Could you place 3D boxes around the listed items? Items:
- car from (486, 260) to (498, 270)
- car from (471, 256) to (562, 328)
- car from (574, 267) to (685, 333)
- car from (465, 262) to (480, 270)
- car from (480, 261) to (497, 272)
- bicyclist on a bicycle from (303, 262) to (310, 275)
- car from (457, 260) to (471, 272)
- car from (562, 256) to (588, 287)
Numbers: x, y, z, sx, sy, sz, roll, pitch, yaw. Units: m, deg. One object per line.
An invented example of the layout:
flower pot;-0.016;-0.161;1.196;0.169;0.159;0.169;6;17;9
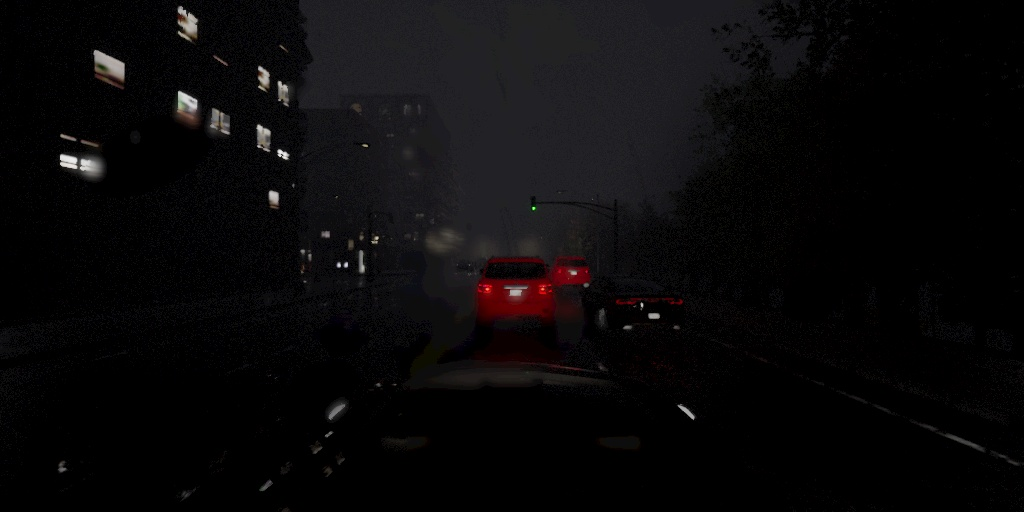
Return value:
car;-3.350;1.529;61.096;1.837;1.490;4.892;0;0;0
car;0.097;1.017;11.739;2.150;2.045;5.566;0;0;0
car;3.344;1.267;10.914;1.882;1.535;5.008;0;0;0
car;-6.603;1.621;60.376;1.895;1.301;4.718;0;0;0
car;-3.365;1.524;51.560;2.033;1.411;5.357;0;0;0
bicyclist on a bicycle;-24.895;1.515;43.419;0.582;1.620;1.656;-1;0;-1
car;-6.614;1.328;51.385;2.097;1.767;4.553;0;0;0
car;3.338;1.058;22.168;2.150;2.045;5.566;0;-1;-1
